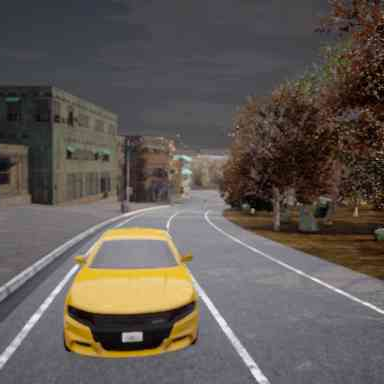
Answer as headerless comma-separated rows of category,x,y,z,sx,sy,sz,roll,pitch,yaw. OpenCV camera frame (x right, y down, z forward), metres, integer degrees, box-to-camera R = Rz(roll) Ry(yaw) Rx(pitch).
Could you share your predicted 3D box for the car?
car,-1.110,1.502,6.520,1.882,1.535,5.008,1,0,-9
